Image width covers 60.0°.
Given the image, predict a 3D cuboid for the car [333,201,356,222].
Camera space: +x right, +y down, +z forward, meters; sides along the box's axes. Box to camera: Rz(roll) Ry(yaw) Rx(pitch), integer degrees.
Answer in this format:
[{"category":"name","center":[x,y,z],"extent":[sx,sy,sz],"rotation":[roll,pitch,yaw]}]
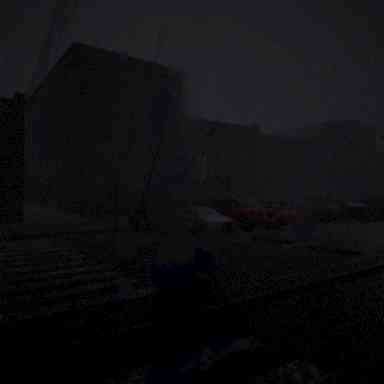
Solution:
[{"category":"car","center":[9.570,1.552,25.475],"extent":[2.002,1.452,4.674],"rotation":[0,0,-36]}]

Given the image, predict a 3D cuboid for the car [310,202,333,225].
[{"category":"car","center":[7.219,1.554,23.797],"extent":[2.002,1.452,4.674],"rotation":[0,0,-36]}]

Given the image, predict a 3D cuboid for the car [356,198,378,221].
[{"category":"car","center":[11.815,1.509,27.075],"extent":[2.097,1.535,5.008],"rotation":[0,0,-36]}]

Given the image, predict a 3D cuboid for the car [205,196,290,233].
[{"category":"car","center":[2.851,1.267,20.647],"extent":[2.435,2.045,5.566],"rotation":[0,0,-36]}]

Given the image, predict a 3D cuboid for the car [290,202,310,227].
[{"category":"car","center":[5.097,1.391,22.247],"extent":[2.185,1.767,4.553],"rotation":[0,0,-36]}]

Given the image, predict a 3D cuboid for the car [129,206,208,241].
[{"category":"car","center":[-1.638,1.550,17.441],"extent":[2.163,1.488,4.792],"rotation":[0,0,-36]}]

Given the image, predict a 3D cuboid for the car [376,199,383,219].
[{"category":"car","center":[14.055,1.548,28.683],"extent":[2.002,1.452,4.674],"rotation":[0,0,-36]}]

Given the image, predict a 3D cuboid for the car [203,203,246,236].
[{"category":"car","center":[0.588,1.560,19.069],"extent":[2.002,1.452,4.674],"rotation":[0,0,-36]}]

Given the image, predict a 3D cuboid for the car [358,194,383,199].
[{"category":"car","center":[18.561,1.258,31.862],"extent":[2.435,2.045,5.566],"rotation":[0,0,-36]}]
